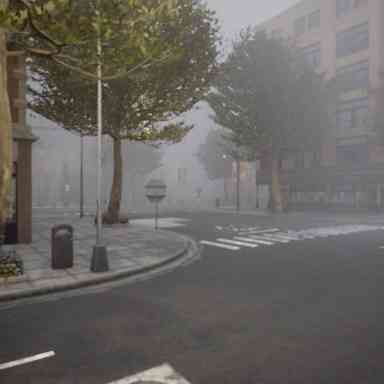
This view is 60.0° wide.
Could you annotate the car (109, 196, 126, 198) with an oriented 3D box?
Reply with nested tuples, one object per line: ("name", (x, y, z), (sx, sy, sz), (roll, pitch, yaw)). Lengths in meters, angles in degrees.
("car", (-18.737, 1.299, 84.450), (4.674, 1.452, 2.002), (0, 0, -36))

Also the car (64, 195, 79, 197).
("car", (-26.261, 1.400, 74.002), (4.786, 1.482, 2.161), (0, 0, -36))
